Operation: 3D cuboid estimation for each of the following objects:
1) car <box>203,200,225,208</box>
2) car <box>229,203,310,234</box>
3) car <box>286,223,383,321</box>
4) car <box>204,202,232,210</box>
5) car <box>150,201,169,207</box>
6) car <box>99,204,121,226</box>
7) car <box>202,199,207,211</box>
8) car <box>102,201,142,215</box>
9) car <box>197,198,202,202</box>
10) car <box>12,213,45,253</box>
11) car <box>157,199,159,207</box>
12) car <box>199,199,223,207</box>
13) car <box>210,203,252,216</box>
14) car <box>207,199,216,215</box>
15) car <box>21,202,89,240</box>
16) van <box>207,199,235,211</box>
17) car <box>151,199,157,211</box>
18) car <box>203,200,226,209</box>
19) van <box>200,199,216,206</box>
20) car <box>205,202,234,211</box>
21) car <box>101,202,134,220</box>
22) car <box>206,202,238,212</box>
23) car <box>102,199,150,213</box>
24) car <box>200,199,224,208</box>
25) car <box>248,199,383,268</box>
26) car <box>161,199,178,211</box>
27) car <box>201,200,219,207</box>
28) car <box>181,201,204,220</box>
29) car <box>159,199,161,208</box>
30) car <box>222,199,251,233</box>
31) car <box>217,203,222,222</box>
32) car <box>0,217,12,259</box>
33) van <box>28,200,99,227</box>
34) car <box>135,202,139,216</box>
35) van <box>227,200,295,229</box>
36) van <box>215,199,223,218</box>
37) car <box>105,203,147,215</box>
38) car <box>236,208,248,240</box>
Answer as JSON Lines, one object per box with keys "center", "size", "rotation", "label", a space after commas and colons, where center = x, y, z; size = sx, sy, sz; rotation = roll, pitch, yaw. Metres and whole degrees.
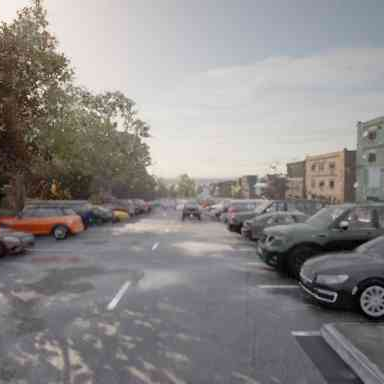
{"center": [4.599, 2.587, 71.286], "size": [4.553, 1.767, 2.185], "rotation": [0, -1, 0], "label": "car"}
{"center": [4.749, 1.621, 20.837], "size": [4.553, 1.767, 2.185], "rotation": [0, -1, 0], "label": "car"}
{"center": [4.744, 1.547, 6.826], "size": [4.892, 1.521, 2.231], "rotation": [0, -1, 0], "label": "car"}
{"center": [4.632, 2.512, 60.072], "size": [4.792, 1.488, 2.163], "rotation": [0, -1, 0], "label": "car"}
{"center": [-8.533, 3.081, 87.578], "size": [4.792, 1.488, 2.163], "rotation": [0, -1, 0], "label": "car"}
{"center": [-8.373, 1.884, 26.321], "size": [4.674, 1.452, 2.002], "rotation": [0, -1, 0], "label": "car"}
{"center": [4.451, 2.249, 48.861], "size": [5.366, 1.575, 1.946], "rotation": [0, -1, 0], "label": "car"}
{"center": [-8.437, 2.068, 37.461], "size": [4.792, 1.488, 2.163], "rotation": [0, -1, 0], "label": "car"}
{"center": [-0.061, 2.103, 47.774], "size": [2.097, 1.767, 4.553], "rotation": [0, -1, 0], "label": "car"}
{"center": [-8.350, 1.659, 12.402], "size": [4.674, 1.452, 2.002], "rotation": [0, -1, 0], "label": "car"}
{"center": [-8.422, 2.053, 51.264], "size": [5.566, 2.045, 2.435], "rotation": [0, -1, 0], "label": "car"}
{"center": [4.571, 2.635, 79.696], "size": [5.566, 2.045, 2.435], "rotation": [0, -1, 0], "label": "car"}
{"center": [4.691, 2.118, 40.455], "size": [4.792, 1.488, 2.163], "rotation": [0, -1, 0], "label": "car"}
{"center": [4.651, 1.738, 34.856], "size": [5.566, 2.045, 2.435], "rotation": [0, -1, 0], "label": "car"}
{"center": [-8.326, 1.577, 17.973], "size": [4.553, 1.767, 2.185], "rotation": [0, -1, 0], "label": "car"}
{"center": [4.736, 2.141, 54.472], "size": [4.442, 1.987, 1.878], "rotation": [0, -1, 0], "label": "van"}
{"center": [-8.413, 1.998, 48.603], "size": [5.566, 2.045, 2.435], "rotation": [0, -1, 0], "label": "car"}
{"center": [4.545, 2.530, 68.483], "size": [4.553, 1.767, 2.185], "rotation": [0, -1, 0], "label": "car"}
{"center": [4.392, 2.891, 90.906], "size": [4.442, 1.987, 1.878], "rotation": [0, -1, 0], "label": "van"}
{"center": [4.640, 2.454, 57.269], "size": [4.792, 1.488, 2.163], "rotation": [0, -1, 0], "label": "car"}
{"center": [-8.198, 1.890, 29.107], "size": [5.366, 1.575, 1.946], "rotation": [0, -1, 0], "label": "car"}
{"center": [4.599, 2.339, 51.664], "size": [4.792, 1.488, 2.163], "rotation": [0, -1, 0], "label": "car"}
{"center": [-8.389, 1.837, 40.249], "size": [5.566, 2.045, 2.435], "rotation": [0, -1, 0], "label": "car"}
{"center": [4.579, 2.577, 76.894], "size": [5.566, 2.045, 2.435], "rotation": [0, -1, 0], "label": "car"}
{"center": [4.707, 1.328, 9.630], "size": [5.566, 2.045, 2.435], "rotation": [0, -1, 0], "label": "car"}
{"center": [-3.366, 2.158, 51.483], "size": [1.812, 1.442, 4.674], "rotation": [0, -1, 0], "label": "car"}
{"center": [4.494, 2.876, 85.299], "size": [4.553, 1.767, 2.185], "rotation": [0, -1, 0], "label": "car"}
{"center": [-0.057, 2.000, 33.868], "size": [1.837, 1.490, 4.892], "rotation": [0, -1, 0], "label": "car"}
{"center": [-8.533, 2.824, 76.477], "size": [4.892, 1.521, 2.231], "rotation": [0, -1, 0], "label": "car"}
{"center": [4.694, 1.450, 18.039], "size": [5.566, 2.045, 2.435], "rotation": [0, -1, 0], "label": "car"}
{"center": [4.709, 1.845, 26.443], "size": [4.892, 1.521, 2.231], "rotation": [0, -1, 0], "label": "car"}
{"center": [-8.350, 1.581, 9.616], "size": [5.008, 1.535, 2.097], "rotation": [0, -1, 0], "label": "car"}
{"center": [-8.478, 1.522, 20.754], "size": [4.442, 1.987, 1.878], "rotation": [0, -1, 0], "label": "van"}
{"center": [-8.371, 2.019, 34.677], "size": [4.792, 1.488, 2.163], "rotation": [0, -1, 0], "label": "car"}
{"center": [4.827, 1.569, 23.643], "size": [4.442, 1.987, 1.878], "rotation": [0, -1, 0], "label": "van"}
{"center": [4.580, 1.666, 29.248], "size": [4.442, 1.987, 1.878], "rotation": [0, -1, 0], "label": "van"}
{"center": [-8.420, 2.141, 43.031], "size": [5.008, 1.535, 2.097], "rotation": [0, -1, 0], "label": "car"}
{"center": [4.721, 1.657, 15.230], "size": [4.892, 1.521, 2.231], "rotation": [0, -1, 0], "label": "car"}
